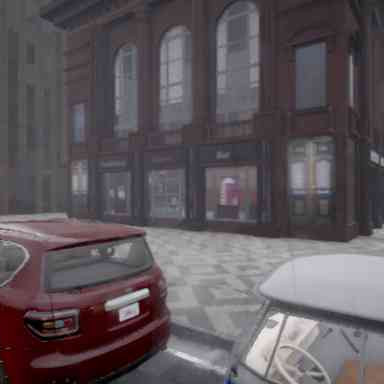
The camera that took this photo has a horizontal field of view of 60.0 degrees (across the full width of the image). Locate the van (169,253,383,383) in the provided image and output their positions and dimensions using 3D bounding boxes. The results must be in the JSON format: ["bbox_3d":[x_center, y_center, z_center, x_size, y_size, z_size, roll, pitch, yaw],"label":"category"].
[{"bbox_3d":[1.996,1.341,1.542,3.998,1.788,1.690,0,0,35],"label":"van"}]

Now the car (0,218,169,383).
[{"bbox_3d":[-2.593,1.317,4.815,5.009,1.841,2.192,0,0,35],"label":"car"}]
